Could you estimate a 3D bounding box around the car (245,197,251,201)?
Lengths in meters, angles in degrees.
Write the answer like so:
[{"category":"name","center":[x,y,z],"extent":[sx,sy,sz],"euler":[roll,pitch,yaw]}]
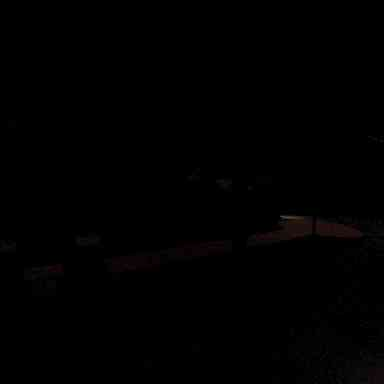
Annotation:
[{"category":"car","center":[4.529,1.195,29.834],"extent":[4.553,1.767,2.097],"euler":[0,0,42]}]
